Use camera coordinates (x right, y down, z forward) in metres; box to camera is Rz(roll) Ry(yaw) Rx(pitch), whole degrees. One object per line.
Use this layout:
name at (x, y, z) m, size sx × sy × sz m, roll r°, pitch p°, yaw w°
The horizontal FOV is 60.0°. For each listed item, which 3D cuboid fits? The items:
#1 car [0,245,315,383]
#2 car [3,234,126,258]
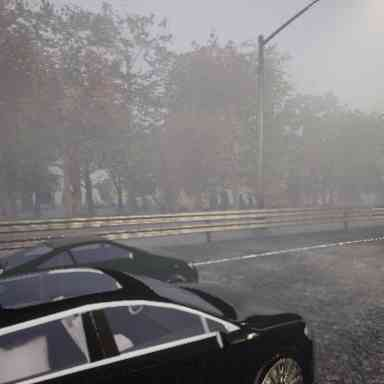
car at (-0.873, 1.489, 3.031) m, size 4.902 × 1.511 × 2.128 m, roll 0°, pitch 0°, yaw -35°
car at (-1.901, 1.557, 6.590) m, size 4.181 × 1.385 × 1.994 m, roll 0°, pitch 0°, yaw -35°
